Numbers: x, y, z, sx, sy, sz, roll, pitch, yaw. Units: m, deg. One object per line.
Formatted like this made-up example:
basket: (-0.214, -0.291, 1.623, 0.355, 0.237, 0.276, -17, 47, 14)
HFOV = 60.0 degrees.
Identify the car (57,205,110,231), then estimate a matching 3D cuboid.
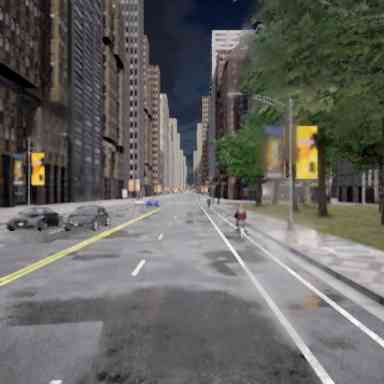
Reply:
car: (-6.594, 1.620, 21.317, 1.837, 1.490, 4.892, 0, 0, 0)

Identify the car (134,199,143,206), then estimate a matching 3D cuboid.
car: (-9.759, 1.955, 62.753, 1.895, 1.301, 4.718, 0, 0, 1)

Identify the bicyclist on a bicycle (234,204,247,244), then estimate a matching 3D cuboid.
bicyclist on a bicycle: (2.239, 1.456, 15.506, 0.659, 1.776, 1.843, 0, 0, 0)

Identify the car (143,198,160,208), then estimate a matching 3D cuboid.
car: (-6.559, 1.784, 55.855, 1.882, 1.535, 5.008, 0, 0, 0)

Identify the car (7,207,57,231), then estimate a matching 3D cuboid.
car: (-9.845, 1.678, 21.112, 1.994, 1.385, 4.181, 0, 0, 0)

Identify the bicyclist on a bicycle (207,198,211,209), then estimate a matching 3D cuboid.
bicyclist on a bicycle: (2.353, 1.702, 46.650, 0.582, 1.620, 1.656, 0, 0, 0)
